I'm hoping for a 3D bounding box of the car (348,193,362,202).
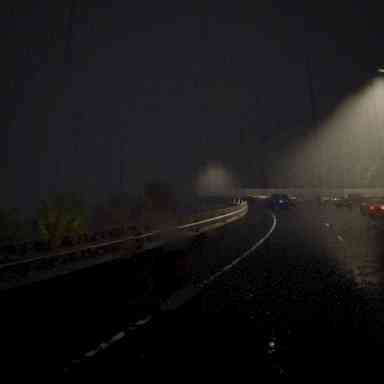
[{"bbox_3d":[31.272,1.289,63.346,2.150,2.045,5.566,0,0,42],"label":"car"}]

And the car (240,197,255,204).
[{"bbox_3d":[10.601,1.592,64.735,2.033,1.411,5.357,0,0,-7],"label":"car"}]

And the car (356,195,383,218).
[{"bbox_3d":[16.687,1.384,30.038,2.097,1.767,4.553,0,0,15],"label":"car"}]

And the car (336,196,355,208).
[{"bbox_3d":[22.124,1.611,48.600,1.994,1.385,4.181,0,0,22],"label":"car"}]

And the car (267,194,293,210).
[{"bbox_3d":[11.041,1.254,42.932,2.150,2.045,5.566,0,0,5],"label":"car"}]
